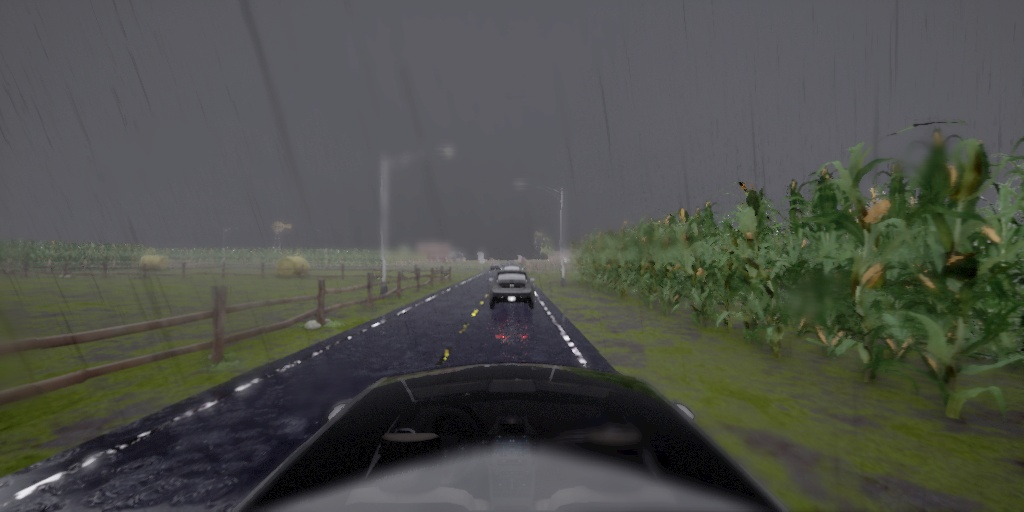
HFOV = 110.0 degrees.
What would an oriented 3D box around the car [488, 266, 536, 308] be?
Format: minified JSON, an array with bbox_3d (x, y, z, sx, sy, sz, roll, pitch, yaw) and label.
[{"bbox_3d":[-0.003,1.395,16.152,1.837,1.490,4.892,0,0,0],"label":"car"}]

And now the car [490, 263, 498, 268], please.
[{"bbox_3d":[-2.778,1.922,61.470,1.895,1.301,4.718,0,-1,0],"label":"car"}]

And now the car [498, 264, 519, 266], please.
[{"bbox_3d":[-0.007,1.510,31.322,1.882,1.535,5.008,0,0,0],"label":"car"}]
